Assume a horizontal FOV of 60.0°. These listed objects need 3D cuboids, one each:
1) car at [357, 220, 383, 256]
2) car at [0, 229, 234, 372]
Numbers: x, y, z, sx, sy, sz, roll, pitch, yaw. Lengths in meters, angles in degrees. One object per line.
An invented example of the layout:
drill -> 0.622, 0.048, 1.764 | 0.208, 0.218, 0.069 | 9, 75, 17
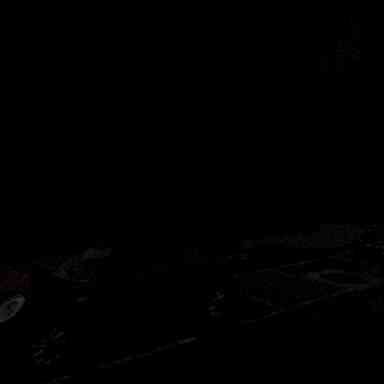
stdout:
car -> 7.700, 1.583, 12.021 | 4.403, 1.369, 2.008 | 0, 0, -35
car -> -1.298, 1.446, 5.606 | 4.097, 1.590, 1.967 | 0, 0, -35
